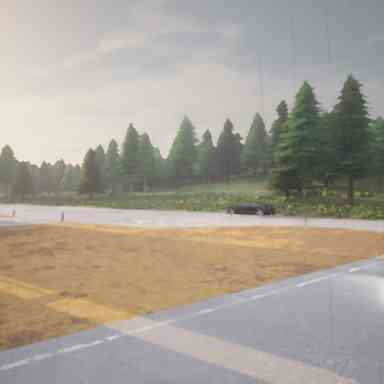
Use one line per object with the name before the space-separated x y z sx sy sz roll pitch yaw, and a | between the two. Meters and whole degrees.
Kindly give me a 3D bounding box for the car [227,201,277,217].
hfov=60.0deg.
car | 5.868 1.643 33.117 5.008 1.535 1.882 0 0 36
